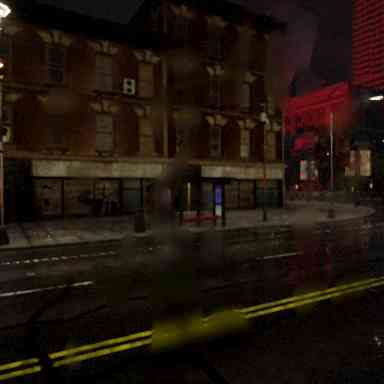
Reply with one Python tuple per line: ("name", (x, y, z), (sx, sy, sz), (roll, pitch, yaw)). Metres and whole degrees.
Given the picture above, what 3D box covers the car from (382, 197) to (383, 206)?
("car", (24.085, 1.020, 39.153), (2.128, 1.511, 4.902), (0, 0, 10))
